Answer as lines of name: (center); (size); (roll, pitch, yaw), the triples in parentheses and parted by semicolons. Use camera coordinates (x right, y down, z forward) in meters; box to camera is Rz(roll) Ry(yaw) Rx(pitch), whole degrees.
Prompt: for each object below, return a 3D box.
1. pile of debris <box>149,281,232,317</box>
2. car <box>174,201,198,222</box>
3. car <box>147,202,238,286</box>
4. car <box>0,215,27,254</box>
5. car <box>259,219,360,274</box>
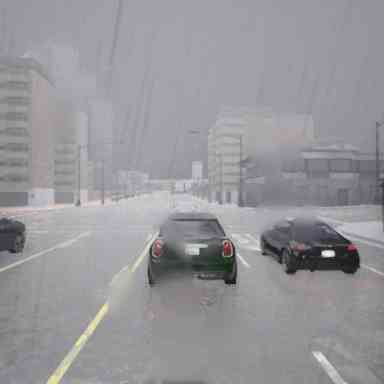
pile of debris: (-0.032, 2.173, 6.901); (1.500, 0.140, 1.860); (0, 0, -1)
car: (-0.585, 1.539, 27.288); (1.812, 1.442, 4.674); (0, 0, -3)
car: (-0.012, 1.349, 9.572); (2.097, 1.767, 4.553); (0, 0, -1)
car: (-7.158, 1.489, 10.650); (2.128, 1.511, 4.902); (0, 0, 0)
car: (3.478, 1.560, 10.579); (1.994, 1.385, 4.181); (0, 0, -1)
